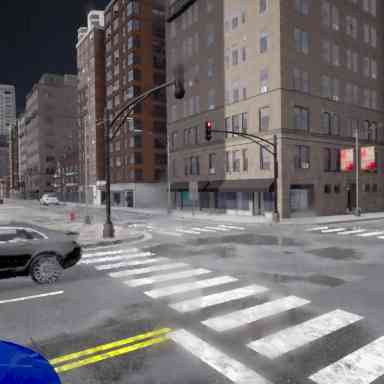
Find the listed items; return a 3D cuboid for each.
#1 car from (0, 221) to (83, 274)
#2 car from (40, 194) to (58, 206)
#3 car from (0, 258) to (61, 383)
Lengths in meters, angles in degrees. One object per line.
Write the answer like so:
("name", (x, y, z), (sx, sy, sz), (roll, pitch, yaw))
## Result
("car", (-5.168, 1.491, 7.983), (4.902, 1.511, 2.128), (0, 0, -35))
("car", (-25.854, 1.405, 60.212), (2.150, 2.045, 5.566), (-1, 0, -35))
("car", (-3.098, 1.478, 1.238), (5.008, 1.535, 1.882), (0, 0, -35))
